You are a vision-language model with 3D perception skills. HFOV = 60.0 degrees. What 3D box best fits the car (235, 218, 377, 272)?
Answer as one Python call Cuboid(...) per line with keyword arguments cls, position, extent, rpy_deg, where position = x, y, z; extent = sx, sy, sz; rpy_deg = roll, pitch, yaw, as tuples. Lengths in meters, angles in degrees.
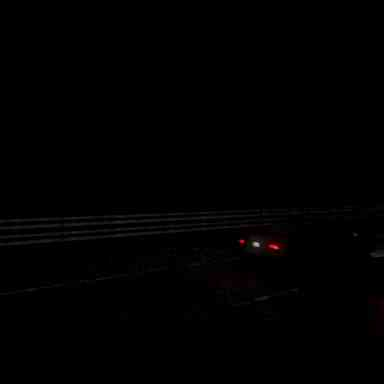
Cuboid(cls="car", position=(3.845, 1.568, 10.798), extent=(5.357, 1.411, 2.033), rpy_deg=(1, -1, -35))
